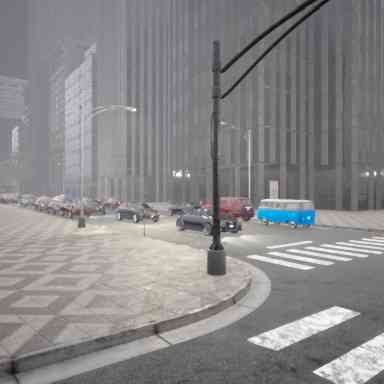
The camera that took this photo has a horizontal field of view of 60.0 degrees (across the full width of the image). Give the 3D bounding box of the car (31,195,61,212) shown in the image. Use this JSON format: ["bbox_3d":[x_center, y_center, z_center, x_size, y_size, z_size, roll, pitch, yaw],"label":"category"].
[{"bbox_3d":[-17.462,1.461,39.672,1.967,1.590,4.097,0,0,-36],"label":"car"}]

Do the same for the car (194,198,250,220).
[{"bbox_3d":[2.748,1.352,26.470,2.192,1.841,5.009,0,0,-36],"label":"car"}]

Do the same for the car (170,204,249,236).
[{"bbox_3d":[0.878,1.600,18.932,1.994,1.385,4.181,0,0,-36],"label":"car"}]

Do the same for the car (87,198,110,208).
[{"bbox_3d":[-13.893,1.602,49.237,1.802,1.307,4.206,0,0,-36],"label":"car"}]

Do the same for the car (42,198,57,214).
[{"bbox_3d":[-14.134,1.606,35.119,1.802,1.307,4.206,0,0,-36],"label":"car"}]

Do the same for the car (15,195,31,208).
[{"bbox_3d":[-24.117,1.563,48.777,2.008,1.369,4.403,0,0,-36],"label":"car"}]

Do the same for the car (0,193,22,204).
[{"bbox_3d":[-34.101,1.299,62.436,2.192,1.841,5.009,0,0,-36],"label":"car"}]

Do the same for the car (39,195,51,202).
[{"bbox_3d":[-33.977,1.483,76.726,1.752,1.417,4.829,0,0,-35],"label":"car"}]

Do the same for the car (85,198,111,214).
[{"bbox_3d":[-10.437,1.532,34.427,1.837,1.490,4.892,0,0,-36],"label":"car"}]

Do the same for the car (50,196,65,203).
[{"bbox_3d":[-27.306,1.512,67.589,1.752,1.417,4.829,0,0,-36],"label":"car"}]

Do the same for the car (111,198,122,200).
[{"bbox_3d":[-10.564,1.464,44.683,1.967,1.590,4.097,0,0,-36],"label":"car"}]

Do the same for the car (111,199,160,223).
[{"bbox_3d":[-4.307,1.537,26.028,1.837,1.490,4.892,0,0,-36],"label":"car"}]

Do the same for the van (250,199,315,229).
[{"bbox_3d":[6.077,1.379,21.916,1.690,1.788,3.998,0,0,-36],"label":"van"}]

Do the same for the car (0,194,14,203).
[{"bbox_3d":[-37.429,1.286,66.990,2.192,1.841,5.009,0,0,-36],"label":"car"}]

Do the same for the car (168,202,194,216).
[{"bbox_3d":[-0.580,1.600,31.024,1.947,1.339,4.313,0,0,-36],"label":"car"}]

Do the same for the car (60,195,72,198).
[{"bbox_3d":[-20.444,1.576,53.355,1.994,1.385,4.181,0,0,-36],"label":"car"}]

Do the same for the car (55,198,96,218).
[{"bbox_3d":[-10.806,1.572,30.566,1.887,1.381,4.507,0,0,-36],"label":"car"}]
